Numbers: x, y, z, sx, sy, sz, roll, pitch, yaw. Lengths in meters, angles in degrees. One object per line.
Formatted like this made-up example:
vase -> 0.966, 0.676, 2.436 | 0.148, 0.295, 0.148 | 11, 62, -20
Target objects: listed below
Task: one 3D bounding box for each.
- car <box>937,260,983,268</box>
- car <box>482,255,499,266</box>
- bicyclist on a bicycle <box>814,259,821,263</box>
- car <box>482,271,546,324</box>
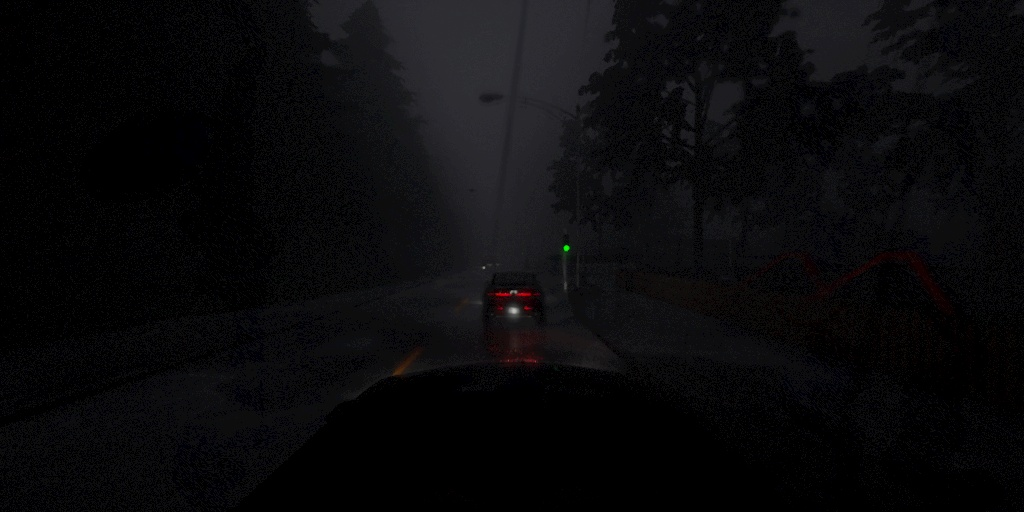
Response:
car -> 41.486, 1.149, 32.682 | 4.892, 1.490, 1.837 | 0, 0, 0
car -> -4.033, 0.754, 63.317 | 2.150, 2.045, 5.566 | 0, 0, 0
bicyclist on a bicycle -> 20.705, 1.020, 24.291 | 0.582, 1.620, 1.656 | 0, 0, 0
car -> 0.061, 1.217, 11.858 | 1.837, 1.490, 4.892 | 0, 0, 0
